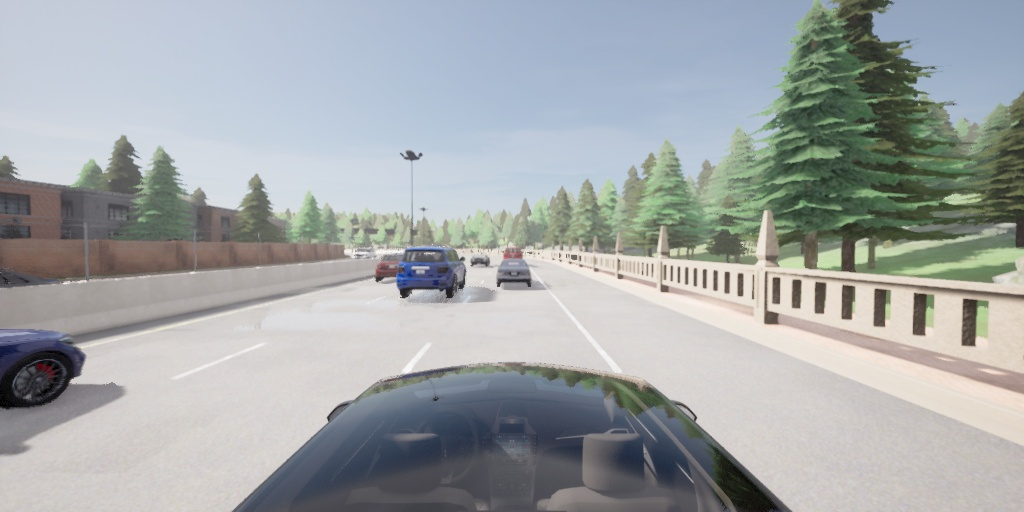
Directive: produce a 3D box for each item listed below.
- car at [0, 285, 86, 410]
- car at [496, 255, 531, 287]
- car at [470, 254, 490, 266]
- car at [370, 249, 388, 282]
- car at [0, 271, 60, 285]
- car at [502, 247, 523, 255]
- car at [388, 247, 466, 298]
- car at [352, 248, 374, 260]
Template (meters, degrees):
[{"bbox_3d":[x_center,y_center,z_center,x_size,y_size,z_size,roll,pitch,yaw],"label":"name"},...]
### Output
[{"bbox_3d":[-6.900,1.244,3.014,1.812,1.442,4.674,0,1,0],"label":"car"},{"bbox_3d":[0.100,0.853,19.974,2.033,1.411,5.357,0,1,0],"label":"car"},{"bbox_3d":[-3.404,0.434,39.386,1.895,1.301,4.718,0,1,0],"label":"car"},{"bbox_3d":[-6.899,0.592,22.689,2.097,1.767,4.553,0,1,0],"label":"car"},{"bbox_3d":[-14.099,1.090,8.462,1.837,1.490,4.892,0,1,0],"label":"car"},{"bbox_3d":[0.094,0.039,40.022,2.150,2.045,5.566,0,1,0],"label":"car"},{"bbox_3d":[-3.399,0.623,16.008,2.150,2.045,5.566,0,1,0],"label":"car"},{"bbox_3d":[-21.561,-0.175,52.550,2.150,2.045,5.566,0,1,-6],"label":"car"}]
